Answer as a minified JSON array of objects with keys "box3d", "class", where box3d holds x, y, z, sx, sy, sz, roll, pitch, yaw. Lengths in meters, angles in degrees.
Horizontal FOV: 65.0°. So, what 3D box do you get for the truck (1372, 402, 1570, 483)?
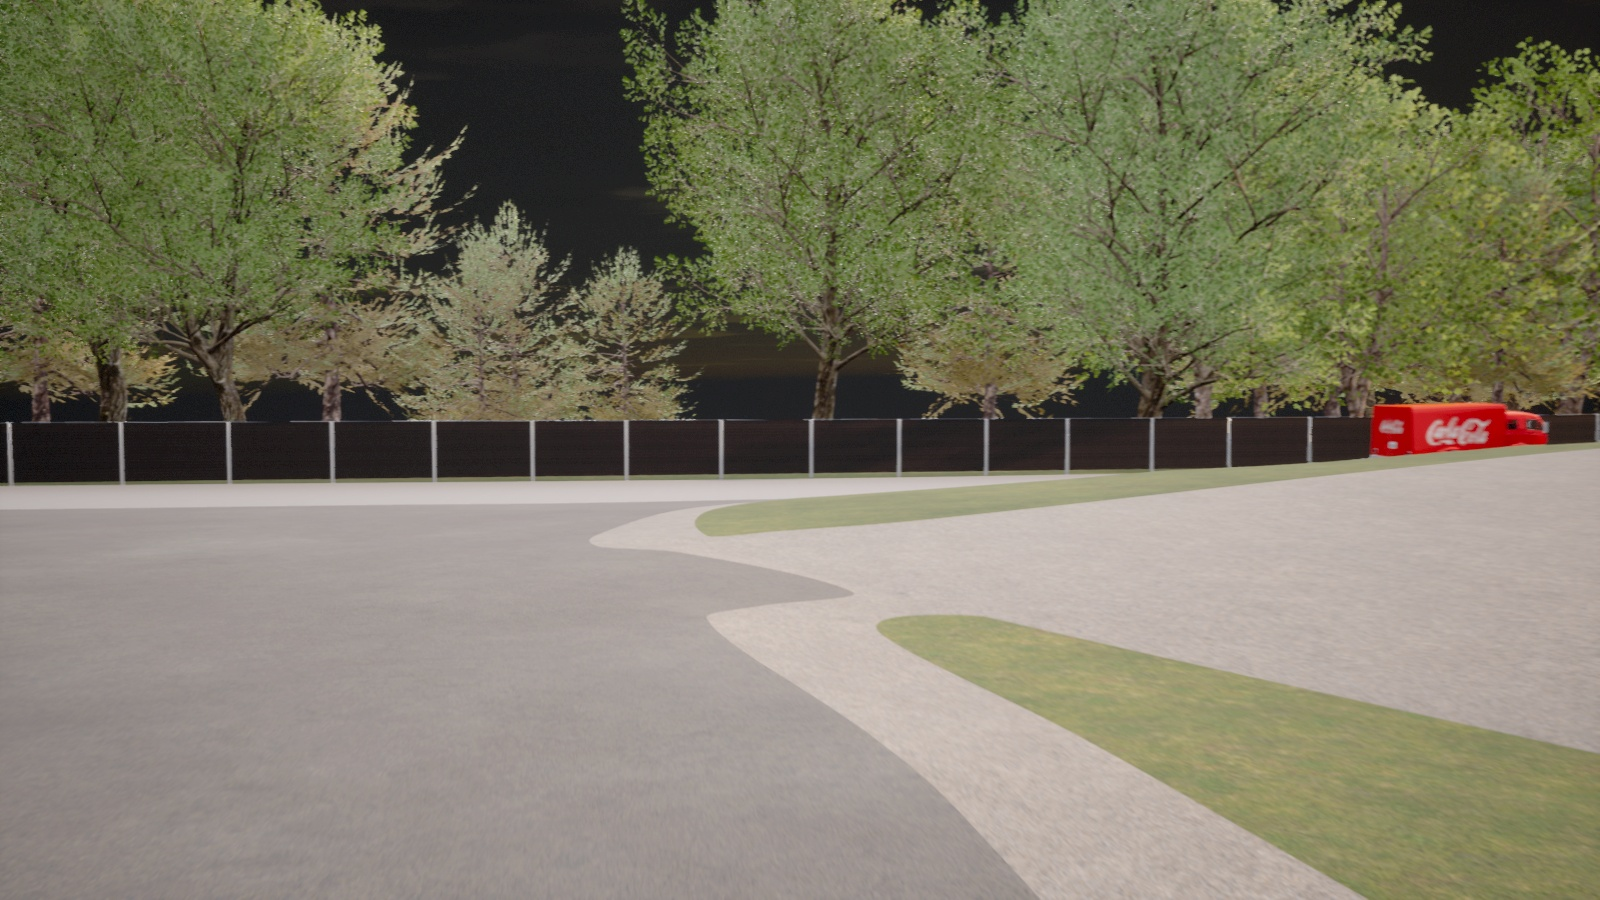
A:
[{"box3d":[22.209,-0.292,41.712,5.204,2.467,2.627,-1,3,-8],"class":"truck"}]
